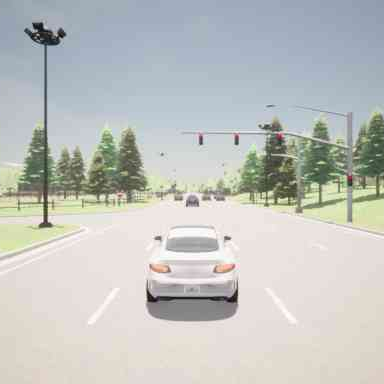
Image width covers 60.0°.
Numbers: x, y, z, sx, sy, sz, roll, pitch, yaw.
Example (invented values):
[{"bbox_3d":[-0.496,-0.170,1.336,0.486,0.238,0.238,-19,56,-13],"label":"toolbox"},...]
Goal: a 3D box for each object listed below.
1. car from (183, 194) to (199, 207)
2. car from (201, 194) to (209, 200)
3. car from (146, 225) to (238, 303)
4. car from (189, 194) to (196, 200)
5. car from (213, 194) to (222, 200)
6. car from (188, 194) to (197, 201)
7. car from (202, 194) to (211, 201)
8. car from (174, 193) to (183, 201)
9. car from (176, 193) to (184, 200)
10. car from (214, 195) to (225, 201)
[{"bbox_3d":[0.075,1.352,51.979,2.097,1.767,4.553,0,0,0],"label":"car"},{"bbox_3d":[3.634,1.372,93.037,2.033,1.411,5.357,0,0,0],"label":"car"},{"bbox_3d":[0.018,1.526,8.106,1.812,1.442,4.674,0,0,0],"label":"car"},{"bbox_3d":[0.134,1.332,93.042,1.837,1.490,4.892,0,0,0],"label":"car"},{"bbox_3d":[7.134,1.384,93.032,1.994,1.385,4.181,0,0,0],"label":"car"},{"bbox_3d":[0.120,1.347,83.009,2.097,1.767,4.553,0,0,0],"label":"car"},{"bbox_3d":[3.620,1.347,83.004,2.097,1.767,4.553,0,0,0],"label":"car"},{"bbox_3d":[-3.380,1.543,83.010,1.994,1.385,4.181,0,0,0],"label":"car"},{"bbox_3d":[-3.366,1.187,93.017,2.097,1.767,4.553,0,0,0],"label":"car"},{"bbox_3d":[7.119,1.516,82.612,2.128,1.511,4.902,0,0,0],"label":"car"}]
